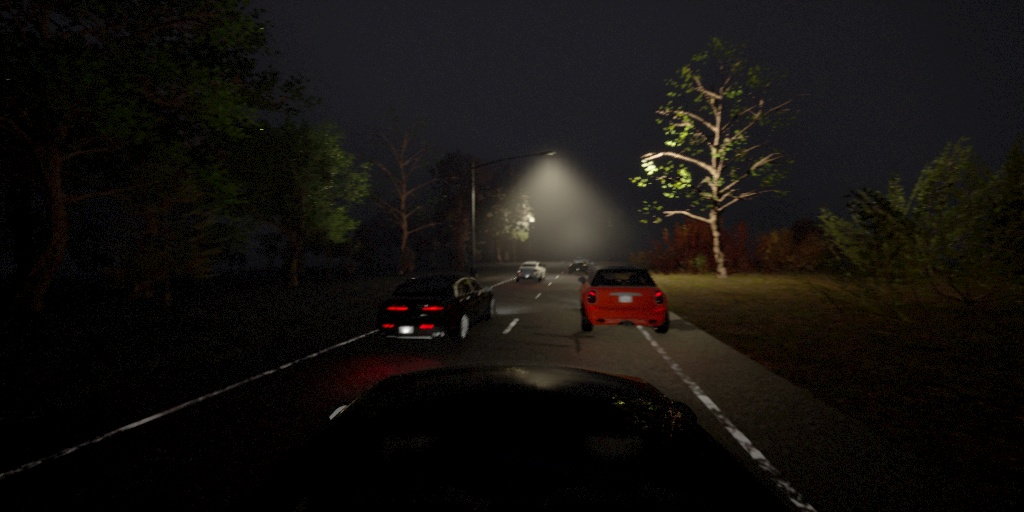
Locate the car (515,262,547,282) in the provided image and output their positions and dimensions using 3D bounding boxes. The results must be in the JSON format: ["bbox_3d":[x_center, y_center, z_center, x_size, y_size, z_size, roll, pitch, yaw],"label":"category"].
[{"bbox_3d":[1.512,1.177,27.607,1.812,1.442,4.674,-1,0,11],"label":"car"}]

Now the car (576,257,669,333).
[{"bbox_3d":[3.087,1.039,10.691,2.097,1.767,4.553,-1,0,10],"label":"car"}]

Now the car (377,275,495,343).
[{"bbox_3d":[-1.755,1.247,9.715,1.837,1.490,4.892,-1,0,10],"label":"car"}]

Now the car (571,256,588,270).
[{"bbox_3d":[8.915,0.860,47.068,2.097,1.767,4.553,-1,0,12],"label":"car"}]

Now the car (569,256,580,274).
[{"bbox_3d":[6.846,1.056,36.772,2.128,1.511,4.902,-1,0,12],"label":"car"}]
